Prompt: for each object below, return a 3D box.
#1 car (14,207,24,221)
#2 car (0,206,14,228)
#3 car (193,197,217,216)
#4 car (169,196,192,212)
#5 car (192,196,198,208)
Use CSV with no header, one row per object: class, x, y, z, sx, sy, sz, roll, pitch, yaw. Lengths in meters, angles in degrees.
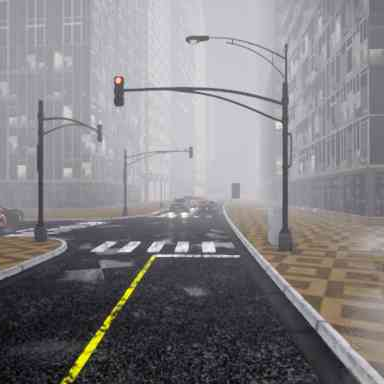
car,-16.473,1.850,28.052,4.403,1.369,2.008,-1,1,10
car,-14.653,1.575,21.852,4.553,1.767,2.097,-1,0,11
car,1.470,1.521,32.548,2.033,1.411,5.357,0,0,4
car,-1.425,1.472,38.522,1.837,1.490,4.892,0,0,5
car,-0.601,1.304,47.624,2.097,1.767,4.553,0,0,6
